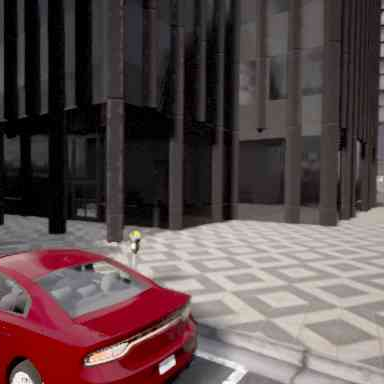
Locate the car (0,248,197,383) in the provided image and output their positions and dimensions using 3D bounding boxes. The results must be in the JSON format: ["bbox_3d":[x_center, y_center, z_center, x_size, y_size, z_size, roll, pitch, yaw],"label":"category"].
[{"bbox_3d":[-2.063,1.441,4.383,4.507,1.381,1.887,1,2,35],"label":"car"}]
